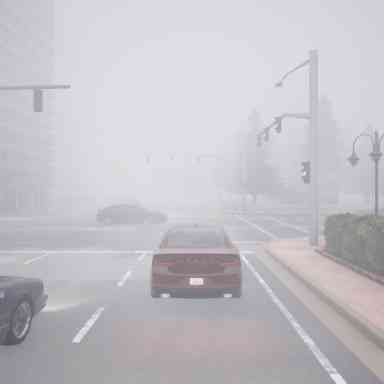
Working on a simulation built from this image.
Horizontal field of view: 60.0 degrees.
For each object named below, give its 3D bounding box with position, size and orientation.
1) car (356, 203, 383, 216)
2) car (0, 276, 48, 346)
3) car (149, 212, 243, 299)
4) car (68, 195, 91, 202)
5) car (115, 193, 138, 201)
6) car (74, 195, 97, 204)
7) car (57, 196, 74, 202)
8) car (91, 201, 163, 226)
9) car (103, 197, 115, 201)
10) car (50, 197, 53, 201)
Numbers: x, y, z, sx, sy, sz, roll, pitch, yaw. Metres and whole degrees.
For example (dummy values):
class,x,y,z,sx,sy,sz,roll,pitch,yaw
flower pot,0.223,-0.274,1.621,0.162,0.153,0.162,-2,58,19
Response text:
class,x,y,z,sx,sy,sz,roll,pitch,yaw
car,15.618,1.581,26.570,4.674,1.442,1.812,0,0,0
car,-3.428,1.547,3.309,2.033,1.411,5.357,0,0,0
car,0.094,1.478,8.536,1.882,1.535,5.008,0,0,0
car,-25.773,1.478,76.370,5.008,1.535,1.882,0,0,24
car,-9.042,1.221,46.690,2.150,2.045,5.566,0,0,-20
car,-20.100,1.491,64.063,4.902,1.511,2.128,0,0,43
car,-27.152,1.540,73.161,5.357,1.411,2.033,0,0,24
car,-4.127,1.551,23.048,4.892,1.490,1.837,0,0,0
car,-13.414,1.547,56.041,2.033,1.411,5.357,0,0,-33
car,-35.598,1.468,79.847,4.181,1.385,1.994,0,0,9
